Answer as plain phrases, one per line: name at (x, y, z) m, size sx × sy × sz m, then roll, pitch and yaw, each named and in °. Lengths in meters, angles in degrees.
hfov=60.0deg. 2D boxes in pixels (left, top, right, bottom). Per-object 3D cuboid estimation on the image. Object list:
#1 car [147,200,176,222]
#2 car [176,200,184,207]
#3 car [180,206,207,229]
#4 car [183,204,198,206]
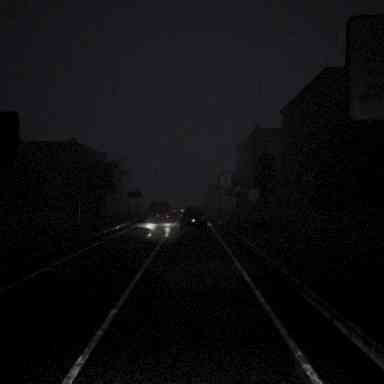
car at (-3.092, 1.856, 32.895) m, size 2.150 × 2.045 × 5.566 m, roll 0°, pitch -2°, yaw 0°
car at (-2.990, 2.748, 74.347) m, size 2.150 × 2.045 × 5.566 m, roll 0°, pitch -1°, yaw 0°
car at (0.104, 2.001, 25.067) m, size 1.994 × 1.385 × 4.181 m, roll 0°, pitch -1°, yaw 0°
car at (0.104, 2.351, 41.434) m, size 1.837 × 1.490 × 4.892 m, roll 0°, pitch -2°, yaw 0°
